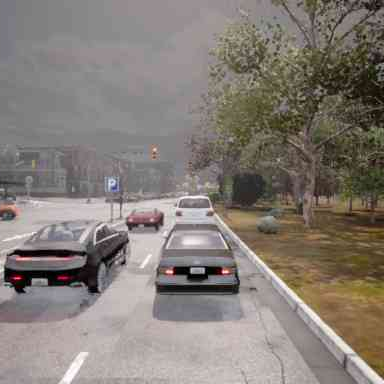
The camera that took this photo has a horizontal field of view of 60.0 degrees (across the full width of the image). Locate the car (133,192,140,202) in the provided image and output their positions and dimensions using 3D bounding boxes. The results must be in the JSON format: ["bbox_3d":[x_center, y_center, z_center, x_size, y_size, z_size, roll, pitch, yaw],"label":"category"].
[{"bbox_3d":[-13.842,1.321,67.837,5.366,1.575,1.946,-1,0,-15],"label":"car"}]

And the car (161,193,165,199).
[{"bbox_3d":[-11.060,1.072,91.787,5.566,2.045,2.435,-1,0,-12],"label":"car"}]

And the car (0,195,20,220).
[{"bbox_3d":[-16.644,1.407,27.036,4.553,1.767,2.185,-1,0,-19],"label":"car"}]

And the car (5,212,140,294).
[{"bbox_3d":[-2.899,1.501,8.766,2.128,1.511,4.902,0,0,0],"label":"car"}]

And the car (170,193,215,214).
[{"bbox_3d":[0.141,1.247,19.122,2.150,2.045,5.566,0,0,0],"label":"car"}]

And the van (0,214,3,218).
[{"bbox_3d":[-16.617,1.300,24.059,4.442,1.987,1.878,-1,0,-19],"label":"van"}]

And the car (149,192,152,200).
[{"bbox_3d":[-12.690,1.366,79.796,4.674,1.452,2.002,-1,0,-13],"label":"car"}]

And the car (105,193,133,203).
[{"bbox_3d":[-14.485,1.364,64.844,4.792,1.488,2.163,-1,0,-15],"label":"car"}]

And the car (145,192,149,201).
[{"bbox_3d":[-13.060,1.328,76.800,4.892,1.521,2.231,-1,0,-14],"label":"car"}]

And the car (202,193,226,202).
[{"bbox_3d":[4.623,1.147,70.420,4.553,1.767,2.185,1,0,-14],"label":"car"}]

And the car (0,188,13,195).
[{"bbox_3d":[-31.199,0.142,55.702,2.002,1.452,4.674,6,-3,-19],"label":"car"}]

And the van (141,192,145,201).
[{"bbox_3d":[-13.287,1.099,73.829,4.442,1.987,1.878,-1,0,-14],"label":"van"}]

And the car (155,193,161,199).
[{"bbox_3d":[-11.508,1.364,88.780,4.674,1.452,2.002,-1,0,-12],"label":"car"}]

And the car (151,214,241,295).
[{"bbox_3d":[0.102,1.557,8.873,2.033,1.411,5.357,0,0,0],"label":"car"}]

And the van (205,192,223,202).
[{"bbox_3d":[4.241,1.048,67.450,4.442,1.987,1.878,1,0,-14],"label":"van"}]

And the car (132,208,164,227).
[{"bbox_3d":[-2.841,1.630,21.086,1.895,1.301,4.718,0,0,0],"label":"car"}]

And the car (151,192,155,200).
[{"bbox_3d":[-12.320,1.366,82.798,4.674,1.452,2.002,-1,0,-13],"label":"car"}]

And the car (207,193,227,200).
[{"bbox_3d":[6.405,1.136,85.121,4.553,1.767,2.185,1,0,-12],"label":"car"}]
